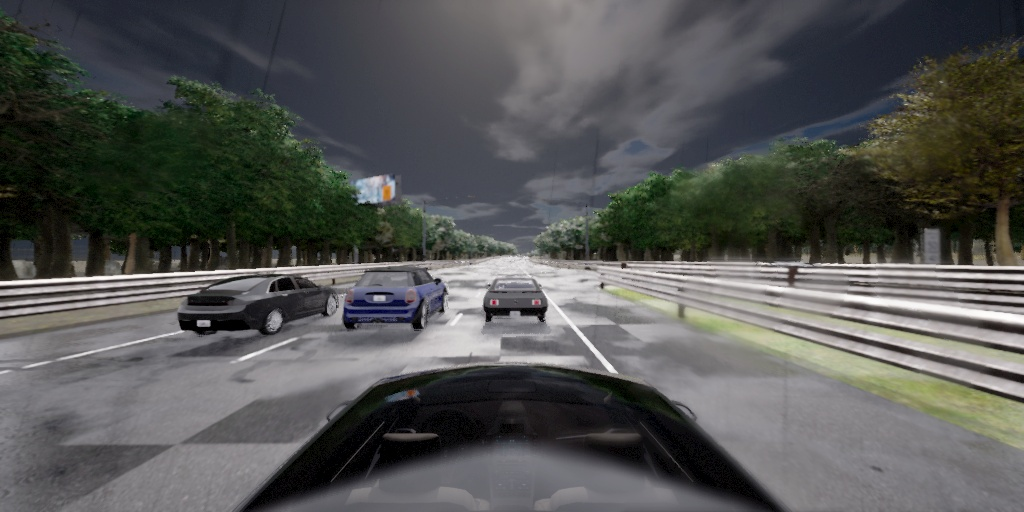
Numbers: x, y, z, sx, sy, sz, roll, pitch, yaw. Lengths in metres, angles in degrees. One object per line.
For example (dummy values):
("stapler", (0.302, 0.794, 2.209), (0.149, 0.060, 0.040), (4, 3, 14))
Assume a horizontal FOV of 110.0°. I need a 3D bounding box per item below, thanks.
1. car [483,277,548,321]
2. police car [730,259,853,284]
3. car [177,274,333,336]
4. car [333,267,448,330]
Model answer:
("car", (0.091, 1.364, 12.466), (1.895, 1.301, 4.718), (0, 0, 0))
("police car", (12.970, 0.968, 17.212), (1.930, 1.638, 5.238), (0, -1, -14))
("car", (-6.901, 1.264, 10.442), (1.837, 1.490, 4.892), (0, 0, 0))
("car", (-3.403, 1.113, 11.335), (2.097, 1.767, 4.553), (0, 0, 0))
